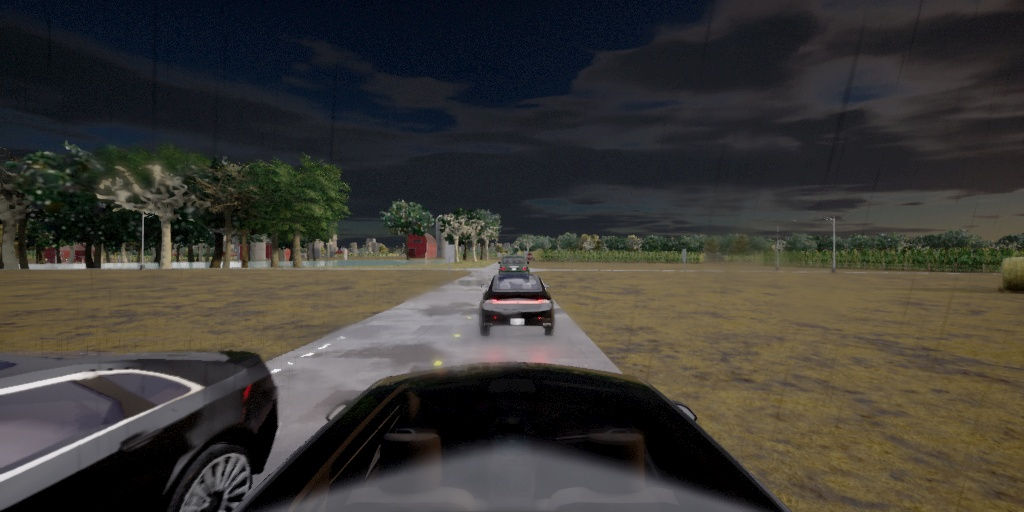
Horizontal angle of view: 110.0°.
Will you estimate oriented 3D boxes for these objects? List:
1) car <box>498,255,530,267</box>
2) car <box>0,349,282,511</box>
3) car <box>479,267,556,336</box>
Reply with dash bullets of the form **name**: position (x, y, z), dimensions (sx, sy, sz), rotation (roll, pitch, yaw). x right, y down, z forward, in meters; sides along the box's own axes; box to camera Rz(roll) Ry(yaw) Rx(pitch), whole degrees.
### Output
- **car**: position (0.135, 0.966, 26.564), dimensions (2.150, 2.045, 5.566), rotation (0, 0, 0)
- **car**: position (-2.852, 1.241, 0.980), dimensions (2.128, 1.511, 4.902), rotation (0, 0, 0)
- **car**: position (0.115, 1.241, 10.364), dimensions (2.128, 1.511, 4.902), rotation (0, 0, 0)
